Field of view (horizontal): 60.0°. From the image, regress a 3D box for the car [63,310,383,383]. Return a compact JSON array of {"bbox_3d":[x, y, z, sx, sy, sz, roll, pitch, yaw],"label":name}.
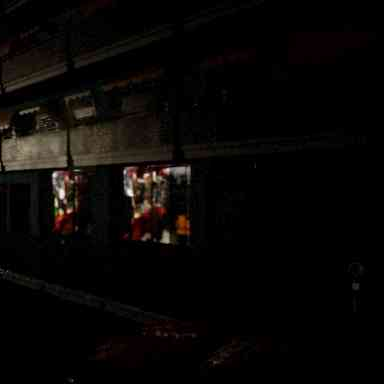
[{"bbox_3d":[0.797,1.580,2.304,4.206,1.307,1.802,0,0,35],"label":"car"}]
